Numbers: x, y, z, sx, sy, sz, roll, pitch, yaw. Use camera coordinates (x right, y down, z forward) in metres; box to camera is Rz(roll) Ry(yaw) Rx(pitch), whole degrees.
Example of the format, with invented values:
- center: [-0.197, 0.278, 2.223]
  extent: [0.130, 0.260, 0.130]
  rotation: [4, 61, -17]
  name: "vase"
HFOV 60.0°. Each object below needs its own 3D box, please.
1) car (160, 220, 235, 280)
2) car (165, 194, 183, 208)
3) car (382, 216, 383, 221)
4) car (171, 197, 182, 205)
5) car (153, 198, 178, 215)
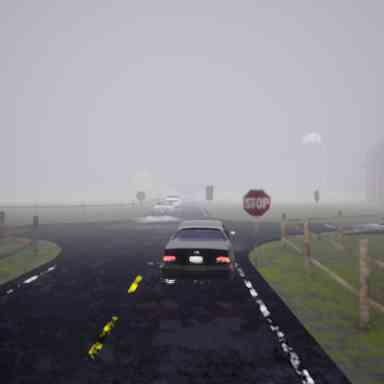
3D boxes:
- center: [0.312, 1.547, 9.921]
  extent: [2.033, 1.411, 5.357]
  rotation: [0, 0, 5]
  name: "car"
- center: [-2.855, 1.299, 50.426]
  extent: [2.150, 2.045, 5.566]
  rotation: [0, -1, 0]
  name: "car"
- center: [15.039, 1.527, 22.102]
  extent: [4.181, 1.385, 1.994]
  rotation: [0, 0, 0]
  name: "car"
- center: [-2.800, 1.642, 62.417]
  extent: [1.812, 1.442, 4.674]
  rotation: [0, 0, 1]
  name: "car"
- center: [-2.893, 1.635, 34.838]
  extent: [1.895, 1.301, 4.718]
  rotation: [0, 0, 1]
  name: "car"
